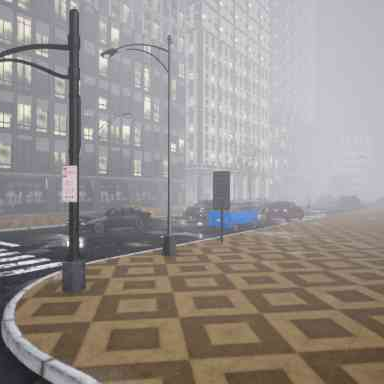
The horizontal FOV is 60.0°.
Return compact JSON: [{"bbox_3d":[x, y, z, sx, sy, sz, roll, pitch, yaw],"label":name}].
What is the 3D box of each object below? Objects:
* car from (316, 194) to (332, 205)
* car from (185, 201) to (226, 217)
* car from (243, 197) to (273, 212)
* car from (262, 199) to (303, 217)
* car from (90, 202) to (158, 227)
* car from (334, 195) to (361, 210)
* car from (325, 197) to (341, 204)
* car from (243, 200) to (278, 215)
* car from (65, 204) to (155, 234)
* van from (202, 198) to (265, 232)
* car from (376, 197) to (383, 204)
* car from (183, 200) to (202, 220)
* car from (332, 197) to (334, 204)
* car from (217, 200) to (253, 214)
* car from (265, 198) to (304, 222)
[{"bbox_3d":[25.055,1.381,62.566,2.192,1.841,5.009,0,0,38],"label":"car"},{"bbox_3d":[1.322,1.604,31.685,1.802,1.307,4.206,0,0,38],"label":"car"},{"bbox_3d":[8.103,1.471,40.508,1.967,1.590,4.097,0,0,38],"label":"car"},{"bbox_3d":[9.009,1.525,32.800,2.128,1.511,4.902,0,0,38],"label":"car"},{"bbox_3d":[-4.780,1.540,23.958,1.752,1.417,4.829,0,0,38],"label":"car"},{"bbox_3d":[21.131,1.369,44.529,2.192,1.841,5.009,0,0,38],"label":"car"},{"bbox_3d":[28.445,1.625,66.977,2.008,1.369,4.403,0,0,38],"label":"car"},{"bbox_3d":[7.307,1.594,35.406,1.994,1.385,4.181,0,0,38],"label":"car"},{"bbox_3d":[-4.711,1.564,19.788,2.033,1.411,5.357,0,0,38],"label":"car"},{"bbox_3d":[2.613,1.368,20.250,1.690,1.788,3.998,0,0,38],"label":"van"},{"bbox_3d":[38.082,1.659,66.585,1.947,1.339,4.313,0,0,38],"label":"car"},{"bbox_3d":[1.262,1.375,27.552,2.097,1.767,4.553,0,0,38],"label":"car"},{"bbox_3d":[24.363,1.417,52.779,2.097,1.767,4.553,0,0,37],"label":"car"},{"bbox_3d":[4.713,1.571,36.097,1.887,1.381,4.507,0,0,38],"label":"car"},{"bbox_3d":[7.570,1.473,26.882,1.967,1.590,4.097,0,0,38],"label":"car"}]
